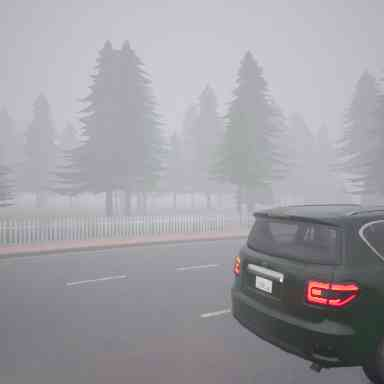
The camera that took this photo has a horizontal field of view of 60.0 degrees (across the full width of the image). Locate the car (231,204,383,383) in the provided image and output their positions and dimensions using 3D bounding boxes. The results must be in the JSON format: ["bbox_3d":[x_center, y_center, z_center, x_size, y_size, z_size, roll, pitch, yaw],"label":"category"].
[{"bbox_3d":[3.259,1.222,5.320,5.566,2.045,2.150,0,0,-28],"label":"car"}]
